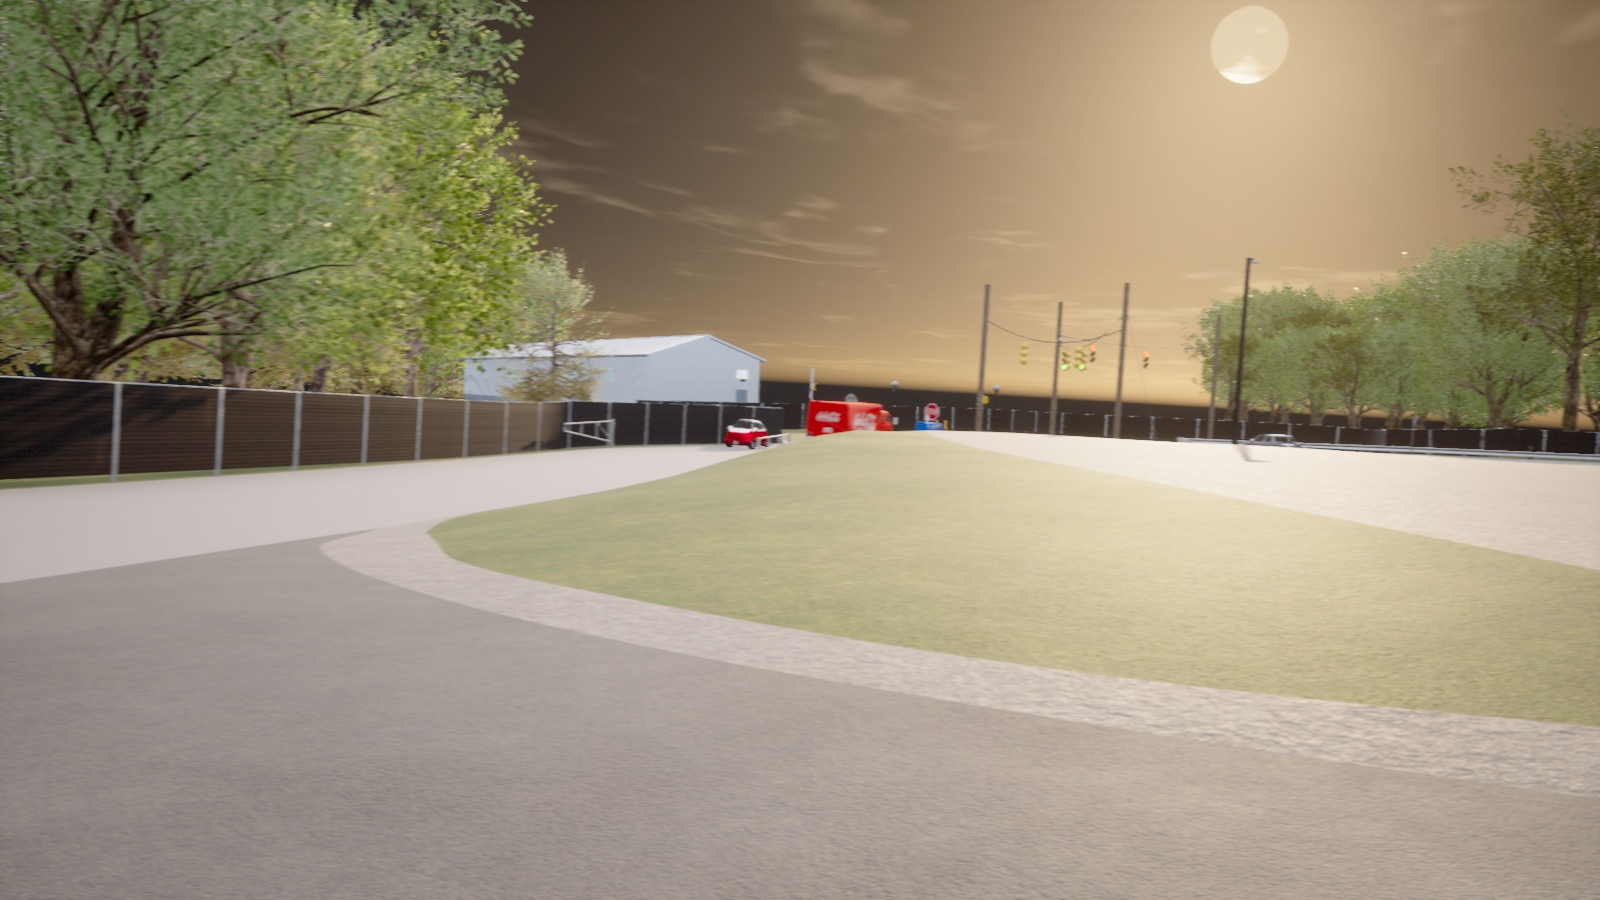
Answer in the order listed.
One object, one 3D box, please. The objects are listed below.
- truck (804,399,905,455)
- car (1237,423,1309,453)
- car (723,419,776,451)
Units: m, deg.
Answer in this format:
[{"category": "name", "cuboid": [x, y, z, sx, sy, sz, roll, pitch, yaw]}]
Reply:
[{"category": "truck", "cuboid": [2.678, -1.106, 60.307, 2.627, 2.467, 5.204, 4, 3, 31]}, {"category": "car", "cuboid": [25.297, -0.686, 67.250, 1.970, 1.475, 3.806, 2, 2, -8]}, {"category": "car", "cuboid": [-2.339, -0.699, 58.534, 1.481, 1.376, 2.207, 4, 3, 28]}]
